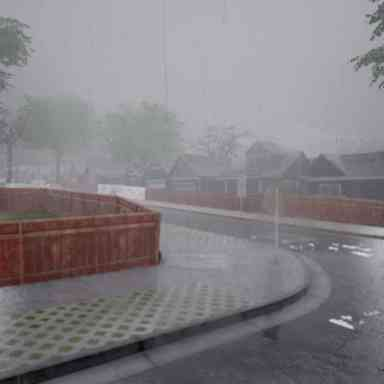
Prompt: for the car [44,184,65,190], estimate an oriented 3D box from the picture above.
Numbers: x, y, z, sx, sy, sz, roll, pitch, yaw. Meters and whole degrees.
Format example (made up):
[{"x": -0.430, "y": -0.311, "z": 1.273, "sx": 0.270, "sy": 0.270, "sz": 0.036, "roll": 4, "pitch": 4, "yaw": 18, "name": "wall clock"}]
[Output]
[{"x": -19.275, "y": -0.376, "z": 46.512, "sx": 2.097, "sy": 1.767, "sz": 4.553, "roll": 1, "pitch": 2, "yaw": -35, "name": "car"}]
